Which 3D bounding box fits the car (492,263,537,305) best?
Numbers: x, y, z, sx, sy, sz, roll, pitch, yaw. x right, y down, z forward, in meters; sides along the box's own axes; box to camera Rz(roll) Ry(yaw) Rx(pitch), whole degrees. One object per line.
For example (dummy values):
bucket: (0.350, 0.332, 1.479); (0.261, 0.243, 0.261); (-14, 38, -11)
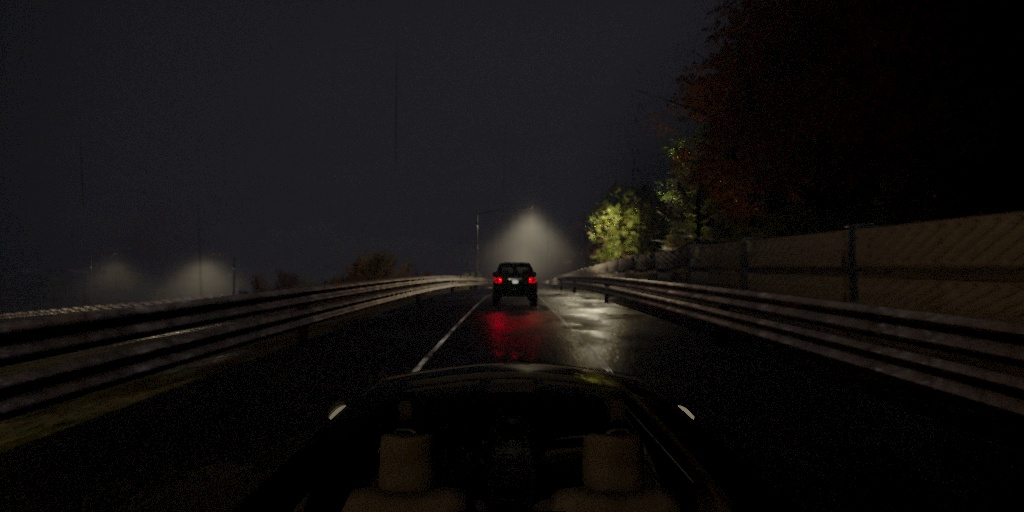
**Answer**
car: (0.125, 1.444, 19.039); (2.150, 2.045, 5.566); (0, -4, 0)
